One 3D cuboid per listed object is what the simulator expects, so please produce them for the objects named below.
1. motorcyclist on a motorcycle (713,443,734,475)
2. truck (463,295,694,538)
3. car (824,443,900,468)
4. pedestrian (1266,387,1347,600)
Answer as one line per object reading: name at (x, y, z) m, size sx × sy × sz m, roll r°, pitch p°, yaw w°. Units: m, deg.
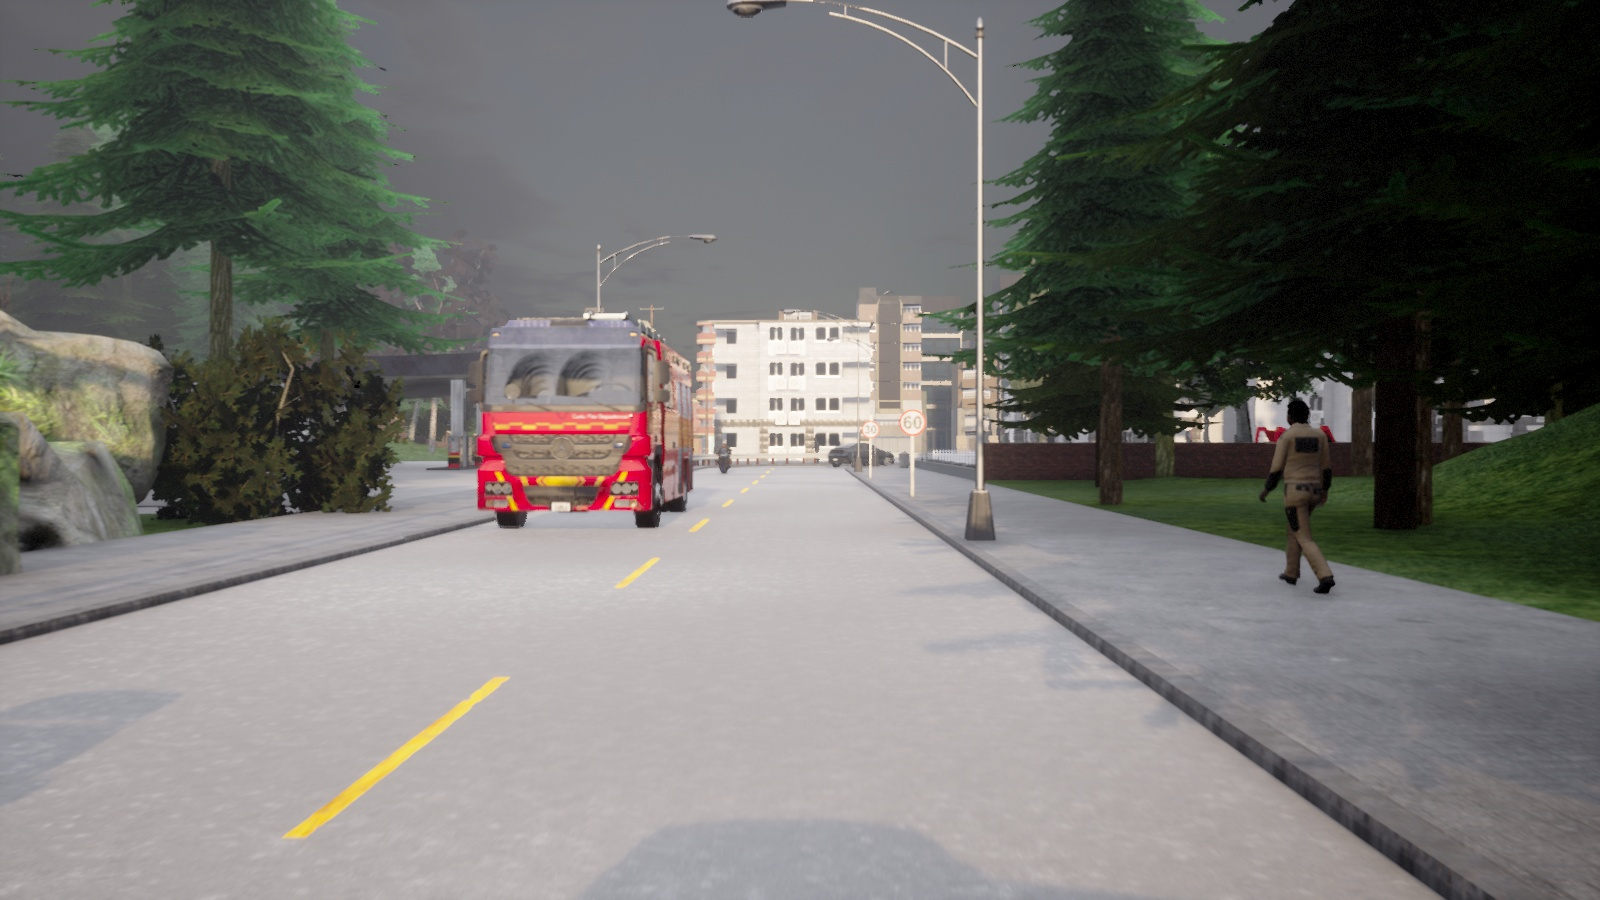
motorcyclist on a motorcycle at (-3.692, 0.435, 60.925) m, size 0.866 × 1.530 × 2.191 m, roll 0°, pitch 0°, yaw 0°
truck at (-3.846, -0.557, 24.034) m, size 2.891 × 3.827 × 8.468 m, roll 0°, pitch 0°, yaw 0°
car at (3.825, 0.325, 76.310) m, size 1.837 × 1.490 × 4.892 m, roll 0°, pitch 0°, yaw 44°
pedestrian at (4.728, 0.394, 11.747) m, size 0.396 × 1.930 × 0.692 m, roll 0°, pitch 0°, yaw -10°
